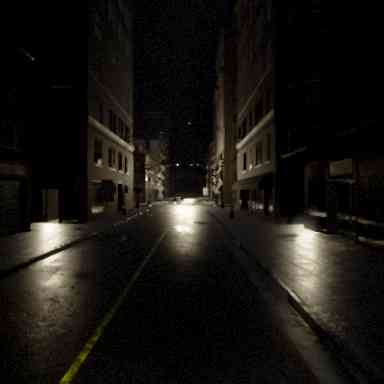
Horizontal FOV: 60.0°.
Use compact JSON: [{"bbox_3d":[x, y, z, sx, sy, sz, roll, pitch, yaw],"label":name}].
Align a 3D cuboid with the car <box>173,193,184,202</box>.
[{"bbox_3d":[-2.994,1.197,75.412,2.150,2.045,5.566,0,0,0],"label":"car"}]
